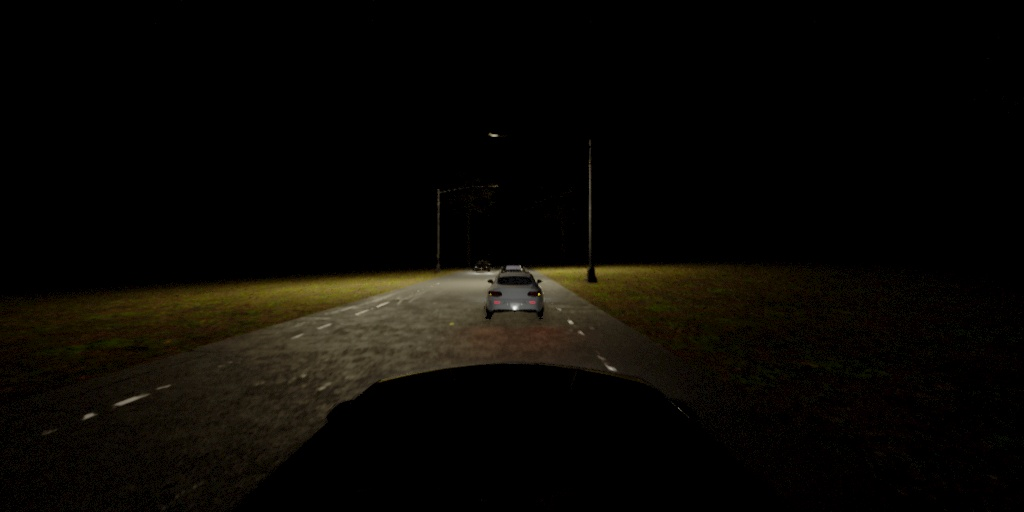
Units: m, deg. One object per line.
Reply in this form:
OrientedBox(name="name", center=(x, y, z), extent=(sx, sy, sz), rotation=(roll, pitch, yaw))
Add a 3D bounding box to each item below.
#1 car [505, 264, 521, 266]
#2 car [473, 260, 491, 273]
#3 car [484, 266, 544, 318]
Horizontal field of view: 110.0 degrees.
OrientedBox(name="car", center=(0.087, 1.290, 27.702), extent=(1.994, 1.385, 4.181), rotation=(0, 0, 0))
OrientedBox(name="car", center=(-3.583, 1.236, 44.017), extent=(1.837, 1.490, 4.892), rotation=(0, -1, 0))
OrientedBox(name="car", center=(0.097, 1.253, 12.689), extent=(1.812, 1.442, 4.674), rotation=(0, 0, 0))
